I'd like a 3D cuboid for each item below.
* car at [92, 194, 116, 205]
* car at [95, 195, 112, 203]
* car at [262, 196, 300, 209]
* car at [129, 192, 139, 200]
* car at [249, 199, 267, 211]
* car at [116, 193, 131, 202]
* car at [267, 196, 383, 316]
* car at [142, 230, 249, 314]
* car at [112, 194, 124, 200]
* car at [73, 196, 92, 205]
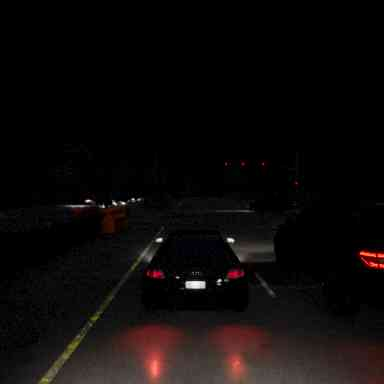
[{"bbox_3d":[-14.337,1.396,54.167,1.994,1.385,4.181,0,0,0],"label":"car"},{"bbox_3d":[-17.822,1.322,67.035,2.033,1.411,5.357,0,0,0],"label":"car"},{"bbox_3d":[12.180,1.378,45.764,1.837,1.490,4.892,-4,3,-40],"label":"car"},{"bbox_3d":[-14.416,0.940,80.611,2.150,2.045,5.566,0,0,0],"label":"car"},{"bbox_3d":[8.622,1.474,37.889,4.181,1.385,1.994,0,0,-2],"label":"car"},{"bbox_3d":[-14.326,1.372,67.814,1.895,1.301,4.718,0,0,0],"label":"car"},{"bbox_3d":[3.591,1.221,7.652,2.150,2.045,5.566,0,0,-2],"label":"car"},{"bbox_3d":[0.069,1.563,7.723,1.994,1.385,4.181,0,0,0],"label":"car"},{"bbox_3d":[-17.923,1.214,80.698,1.837,1.490,4.892,0,0,0],"label":"car"},{"bbox_3d":[-17.841,1.378,54.539,2.033,1.411,5.357,0,0,0],"label":"car"}]
